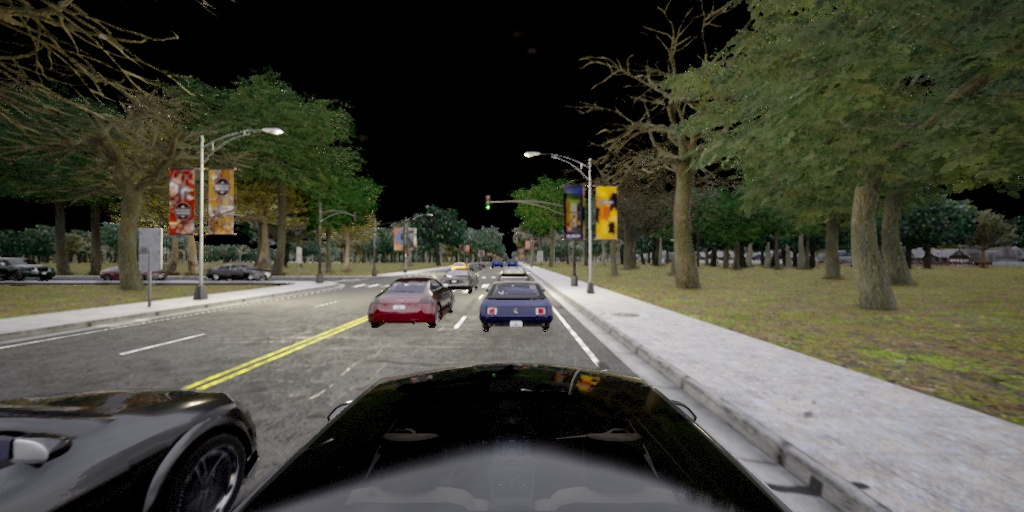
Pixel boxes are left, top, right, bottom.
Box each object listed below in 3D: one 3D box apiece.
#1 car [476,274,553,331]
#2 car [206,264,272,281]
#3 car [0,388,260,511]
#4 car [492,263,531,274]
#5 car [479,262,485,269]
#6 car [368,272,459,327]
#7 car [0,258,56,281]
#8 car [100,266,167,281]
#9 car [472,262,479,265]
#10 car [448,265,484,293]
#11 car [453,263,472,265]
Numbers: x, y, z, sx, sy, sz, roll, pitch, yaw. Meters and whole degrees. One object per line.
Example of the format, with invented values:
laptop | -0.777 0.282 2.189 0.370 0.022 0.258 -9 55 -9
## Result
car | 0.112 1.427 11.205 1.895 1.301 4.718 0 0 0
car | -23.346 1.452 30.791 4.902 1.511 2.128 0 -1 0
car | -3.153 1.311 1.345 1.994 1.385 4.181 0 0 0
car | 0.121 1.406 22.112 2.128 1.511 4.902 0 0 0
car | -6.471 1.838 64.192 1.994 1.385 4.181 0 -1 0
car | -3.130 1.395 11.876 1.994 1.385 4.181 0 0 -1
car | -43.014 1.164 30.841 5.566 2.045 2.150 0 -1 0
car | -32.483 1.475 30.809 4.674 1.442 1.812 0 -1 0
car | -6.515 1.784 54.135 1.895 1.301 4.718 0 0 0
car | -3.123 1.460 21.931 2.033 1.411 5.357 0 0 0
car | -6.540 1.580 44.729 1.882 1.535 5.008 0 0 0
